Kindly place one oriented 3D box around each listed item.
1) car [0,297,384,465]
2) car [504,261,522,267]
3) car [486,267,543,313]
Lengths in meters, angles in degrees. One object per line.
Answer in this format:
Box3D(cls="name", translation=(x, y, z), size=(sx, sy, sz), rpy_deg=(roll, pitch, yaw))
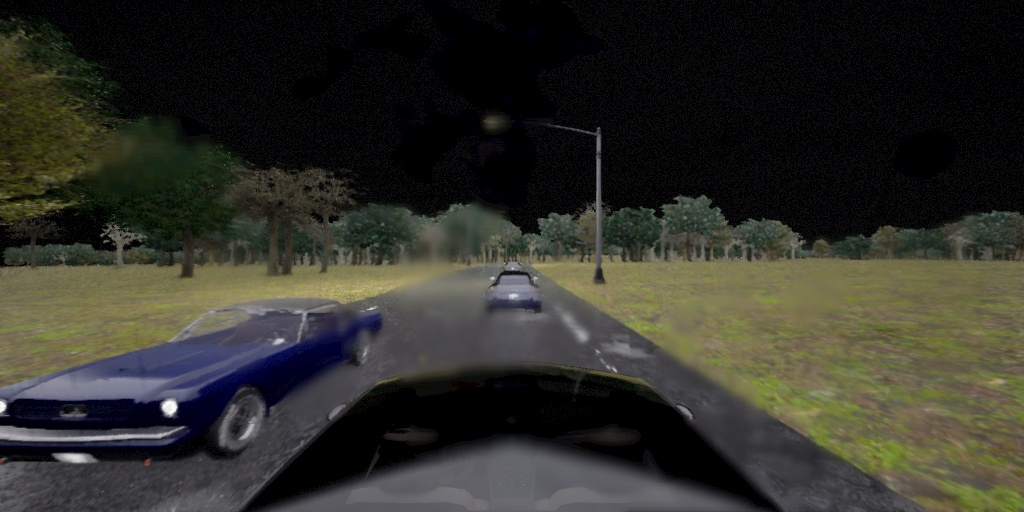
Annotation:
Box3D(cls="car", translation=(-3.574, 1.346, 5.143), size=(1.895, 1.301, 4.718), rpy_deg=(0, 0, 0))
Box3D(cls="car", translation=(0.099, 1.229, 38.079), size=(1.994, 1.385, 4.181), rpy_deg=(0, 0, 0))
Box3D(cls="car", translation=(0.090, 1.289, 13.843), size=(1.994, 1.385, 4.181), rpy_deg=(0, 0, 0))
